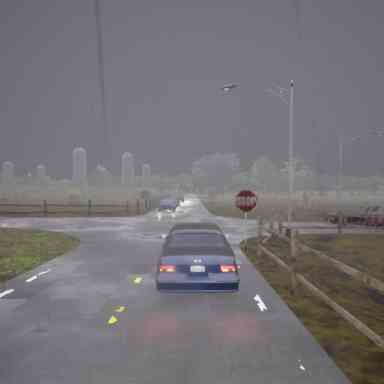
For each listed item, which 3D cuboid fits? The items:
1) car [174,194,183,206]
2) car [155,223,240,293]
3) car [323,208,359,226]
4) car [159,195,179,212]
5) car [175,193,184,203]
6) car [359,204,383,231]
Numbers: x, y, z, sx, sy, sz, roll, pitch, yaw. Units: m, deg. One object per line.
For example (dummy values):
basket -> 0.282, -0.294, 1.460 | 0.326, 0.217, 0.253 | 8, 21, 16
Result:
car -> -2.844, 1.441, 50.079 | 2.128, 1.511, 4.902 | 0, 0, 0
car -> 0.103, 1.543, 8.988 | 2.033, 1.411, 5.357 | 0, 0, 0
car -> 12.293, 1.835, 24.586 | 4.718, 1.301, 1.895 | 1, 1, 0
car -> -2.808, 1.446, 38.844 | 1.882, 1.535, 5.008 | 0, 0, -1
car -> -2.759, 1.132, 69.344 | 2.150, 2.045, 5.566 | 0, 0, 0
car -> 13.907, 1.664, 21.702 | 4.553, 1.767, 2.097 | 1, 1, 1
